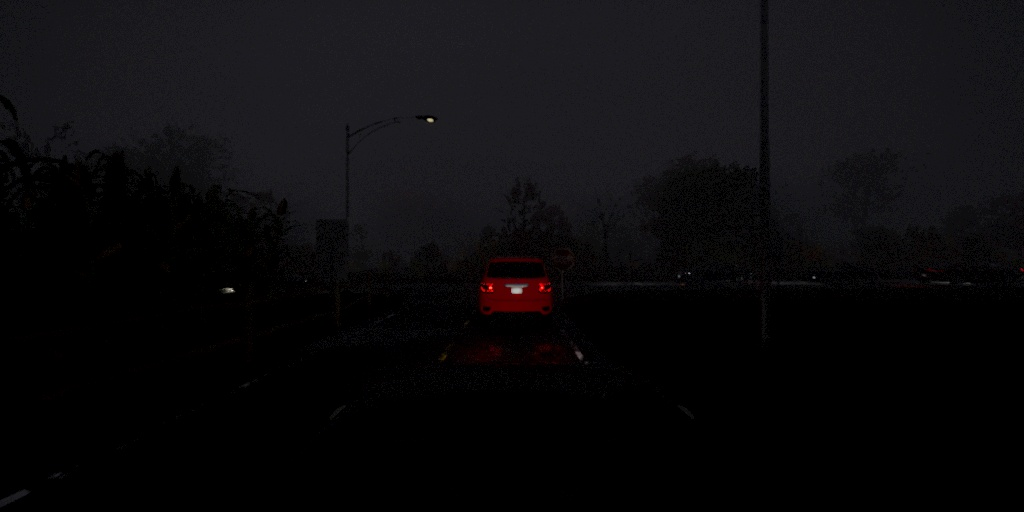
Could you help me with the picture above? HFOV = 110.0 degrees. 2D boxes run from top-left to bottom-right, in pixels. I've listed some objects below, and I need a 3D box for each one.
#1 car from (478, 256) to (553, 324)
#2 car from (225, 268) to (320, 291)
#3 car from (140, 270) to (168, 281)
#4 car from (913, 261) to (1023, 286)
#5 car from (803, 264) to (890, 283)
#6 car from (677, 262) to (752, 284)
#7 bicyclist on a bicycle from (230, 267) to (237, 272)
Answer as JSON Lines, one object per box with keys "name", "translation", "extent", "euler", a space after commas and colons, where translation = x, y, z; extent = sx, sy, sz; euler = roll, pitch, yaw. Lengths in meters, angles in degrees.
{"name": "car", "translation": [0.040, 1.009, 12.245], "extent": [2.150, 2.045, 5.566], "euler": [0, 0, -2]}
{"name": "car", "translation": [-15.503, 1.483, 23.260], "extent": [5.357, 1.411, 2.033], "euler": [0, 0, 1]}
{"name": "car", "translation": [-25.283, 1.489, 23.377], "extent": [5.008, 1.535, 1.882], "euler": [0, 0, 1]}
{"name": "car", "translation": [28.620, 1.054, 22.738], "extent": [5.008, 1.535, 1.882], "euler": [-1, 0, 1]}
{"name": "car", "translation": [23.891, 1.213, 25.743], "extent": [4.718, 1.301, 1.895], "euler": [0, 0, 1]}
{"name": "car", "translation": [14.513, 1.182, 25.855], "extent": [4.902, 1.511, 2.128], "euler": [0, 0, 1]}
{"name": "bicyclist on a bicycle", "translation": [-22.459, 1.439, 29.314], "extent": [0.582, 1.620, 1.656], "euler": [0, 0, 1]}
